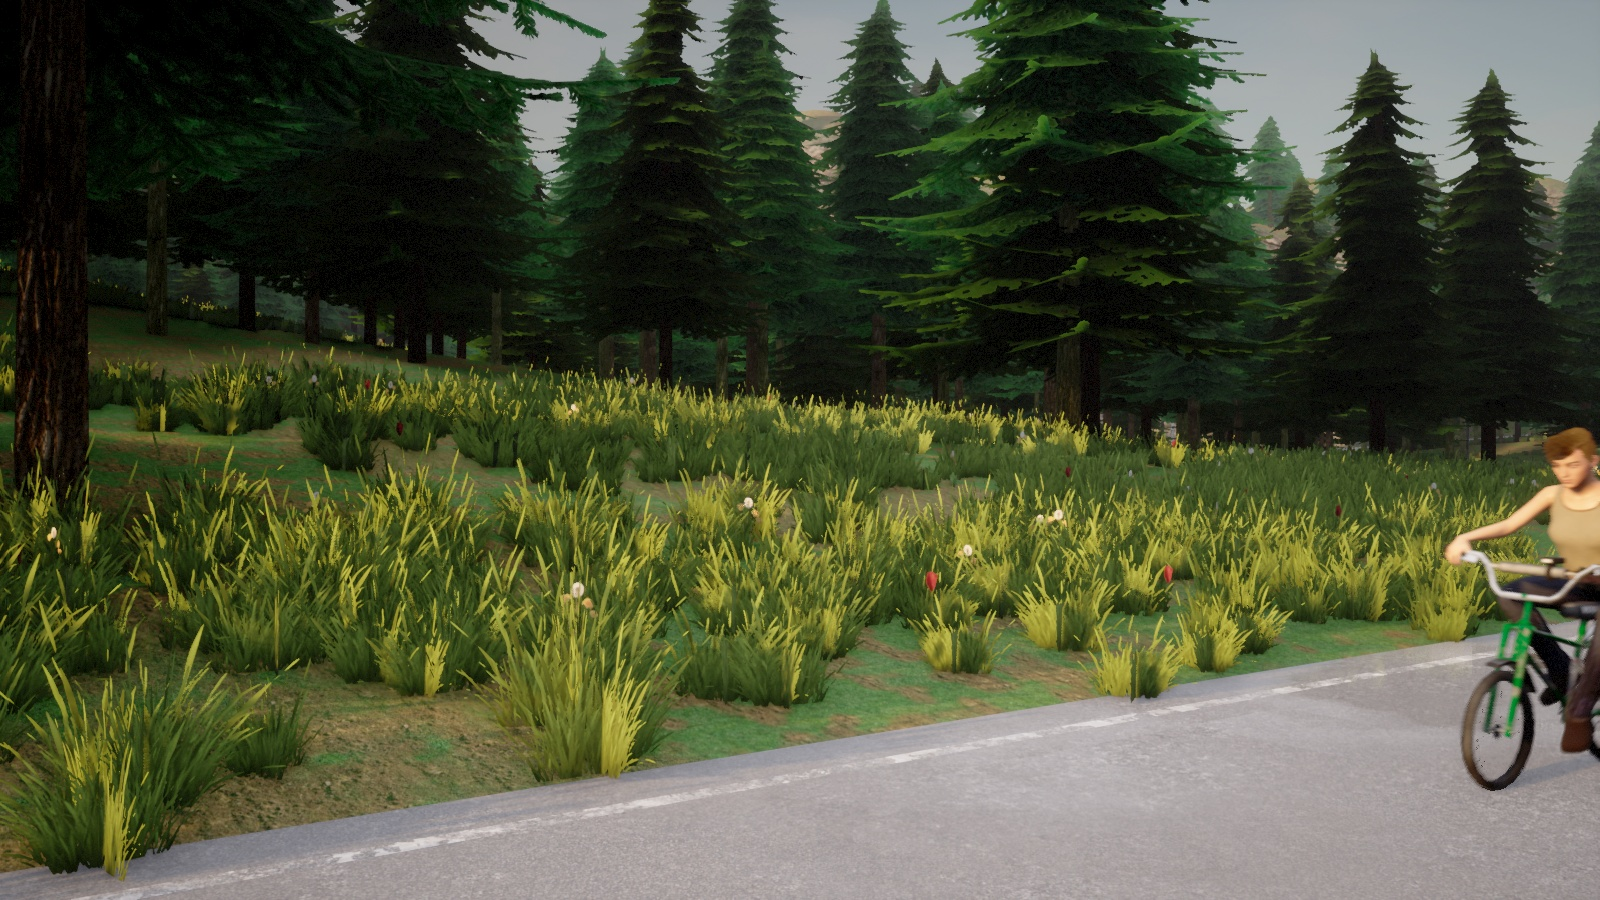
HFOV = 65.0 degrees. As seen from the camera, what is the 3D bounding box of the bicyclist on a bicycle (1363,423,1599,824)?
[{"bbox_3d":[3.474,0.688,5.795,1.509,1.612,0.866,0,1,-31],"label":"bicyclist on a bicycle"}]
